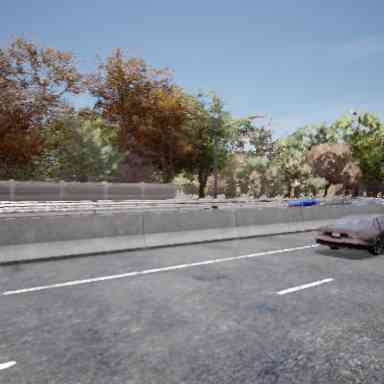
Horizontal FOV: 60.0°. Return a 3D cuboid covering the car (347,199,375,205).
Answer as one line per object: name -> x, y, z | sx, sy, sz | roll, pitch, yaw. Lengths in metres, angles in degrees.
car -> 21.425, 1.579, 40.714 | 4.674, 1.442, 1.812 | 0, 0, -35

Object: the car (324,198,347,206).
car -> 19.226, 1.558, 43.446 | 4.892, 1.490, 1.837 | 0, 0, -35

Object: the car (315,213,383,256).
car -> 7.162, 1.565, 13.277 | 5.357, 1.411, 2.033 | 0, 0, -36

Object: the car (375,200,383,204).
car -> 23.345, 1.405, 37.791 | 4.553, 1.767, 2.097 | 0, 0, -35

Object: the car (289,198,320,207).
car -> 15.114, 1.527, 44.812 | 5.008, 1.535, 1.882 | 0, 0, -35
